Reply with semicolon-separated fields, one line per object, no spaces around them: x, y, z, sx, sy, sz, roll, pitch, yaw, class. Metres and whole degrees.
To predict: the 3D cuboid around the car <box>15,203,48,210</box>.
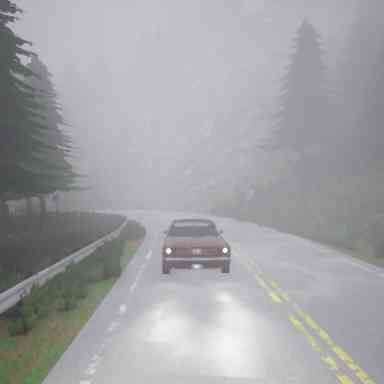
-19.905;2.129;41.388;4.902;1.511;2.128;-3;3;29;car

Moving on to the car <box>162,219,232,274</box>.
0.041;1.565;10.590;1.895;1.301;4.718;0;0;-2;car
